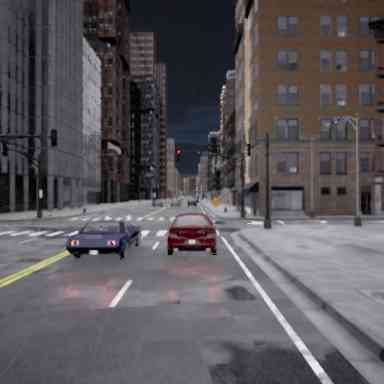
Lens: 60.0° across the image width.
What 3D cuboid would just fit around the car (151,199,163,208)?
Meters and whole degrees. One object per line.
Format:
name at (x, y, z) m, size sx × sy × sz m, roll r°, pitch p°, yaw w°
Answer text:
car at (-6.532, 2.170, 63.096) m, size 1.837 × 1.490 × 4.892 m, roll 0°, pitch -1°, yaw 1°

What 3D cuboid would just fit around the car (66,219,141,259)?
car at (-3.238, 1.739, 13.240) m, size 1.895 × 1.301 × 4.718 m, roll 0°, pitch -1°, yaw 0°

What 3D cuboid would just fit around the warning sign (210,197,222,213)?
warning sign at (2.854, 1.533, 39.982) m, size 1.300 × 1.860 × 1.060 m, roll 0°, pitch 0°, yaw 0°

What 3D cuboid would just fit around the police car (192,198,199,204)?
police car at (0.977, 2.392, 90.091) m, size 1.930 × 1.638 × 5.238 m, roll 0°, pitch -1°, yaw 0°

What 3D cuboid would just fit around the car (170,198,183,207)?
car at (-3.240, 2.236, 65.151) m, size 2.033 × 1.411 × 5.357 m, roll 0°, pitch -1°, yaw 0°

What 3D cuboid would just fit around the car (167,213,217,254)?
car at (0.020, 1.625, 14.196) m, size 1.882 × 1.535 × 5.008 m, roll 0°, pitch 0°, yaw 0°

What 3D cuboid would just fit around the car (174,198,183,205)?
car at (-3.248, 2.247, 80.380) m, size 2.033 × 1.411 × 5.357 m, roll 0°, pitch -1°, yaw 0°

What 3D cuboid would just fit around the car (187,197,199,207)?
car at (0.018, 2.207, 66.114) m, size 1.837 × 1.490 × 4.892 m, roll 0°, pitch 0°, yaw 0°
